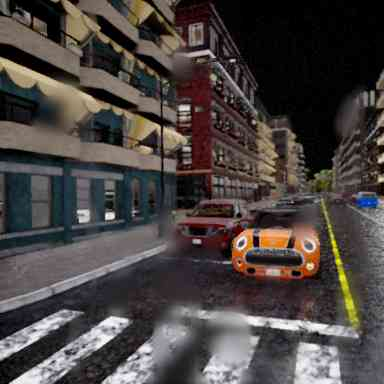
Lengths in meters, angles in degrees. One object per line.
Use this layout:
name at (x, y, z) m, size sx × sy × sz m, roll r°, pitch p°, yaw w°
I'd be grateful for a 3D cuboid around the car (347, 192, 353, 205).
car at (22.838, 1.024, 46.294) m, size 1.887 × 1.381 × 4.507 m, roll 0°, pitch 0°, yaw 21°

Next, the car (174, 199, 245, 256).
car at (1.053, 1.236, 12.928) m, size 2.192 × 1.841 × 5.009 m, roll 0°, pitch 0°, yaw 21°

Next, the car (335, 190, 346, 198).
car at (36.812, 0.520, 82.700) m, size 2.192 × 1.841 × 5.009 m, roll 0°, pitch 0°, yaw 21°

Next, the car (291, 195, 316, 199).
car at (9.615, 1.274, 28.015) m, size 1.812 × 1.442 × 4.674 m, roll -1°, pitch 0°, yaw 21°

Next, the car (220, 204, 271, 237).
car at (3.051, 1.426, 18.131) m, size 1.887 × 1.381 × 4.507 m, roll 0°, pitch 0°, yaw 21°

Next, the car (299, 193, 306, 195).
car at (13.323, 1.200, 37.568) m, size 1.812 × 1.442 × 4.674 m, roll -1°, pitch 0°, yaw 21°

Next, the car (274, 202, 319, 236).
car at (6.012, 1.367, 18.645) m, size 2.033 × 1.411 × 5.357 m, roll -1°, pitch 0°, yaw 21°

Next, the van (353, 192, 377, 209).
van at (18.843, 0.900, 35.893) m, size 1.690 × 1.788 × 3.998 m, roll 0°, pitch 0°, yaw 21°

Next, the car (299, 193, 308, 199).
car at (27.010, 0.990, 80.541) m, size 1.802 × 1.307 × 4.206 m, roll 0°, pitch 0°, yaw 21°

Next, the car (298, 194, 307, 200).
car at (25.014, 1.029, 75.340) m, size 1.802 × 1.307 × 4.206 m, roll 0°, pitch 0°, yaw 21°

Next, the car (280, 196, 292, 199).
car at (11.038, 1.289, 38.934) m, size 1.947 × 1.339 × 4.313 m, roll 0°, pitch 0°, yaw 21°

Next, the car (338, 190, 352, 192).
car at (28.826, 0.676, 61.896) m, size 2.192 × 1.841 × 5.009 m, roll 0°, pitch 0°, yaw 21°

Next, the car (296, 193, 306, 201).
car at (23.017, 1.031, 70.139) m, size 1.887 × 1.381 × 4.507 m, roll 0°, pitch 0°, yaw 21°

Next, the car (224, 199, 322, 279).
car at (2.621, 1.240, 9.758) m, size 2.097 × 1.767 × 4.553 m, roll -1°, pitch 0°, yaw 20°

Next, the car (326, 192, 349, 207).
car at (18.725, 1.128, 42.863) m, size 1.994 × 1.385 × 4.181 m, roll -1°, pitch 0°, yaw 22°
